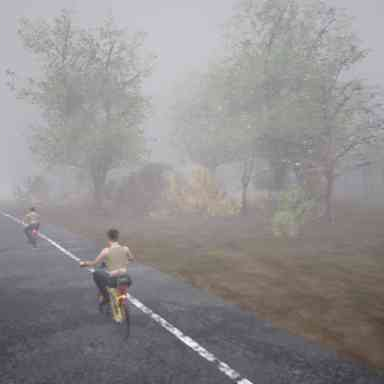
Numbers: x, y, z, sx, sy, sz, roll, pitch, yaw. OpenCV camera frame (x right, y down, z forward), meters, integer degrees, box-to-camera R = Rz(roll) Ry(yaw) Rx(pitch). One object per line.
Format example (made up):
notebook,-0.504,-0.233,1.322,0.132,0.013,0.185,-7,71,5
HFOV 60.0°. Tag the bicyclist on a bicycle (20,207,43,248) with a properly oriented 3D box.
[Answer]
bicyclist on a bicycle,-6.517,1.414,13.602,0.866,1.612,1.509,-1,1,-32

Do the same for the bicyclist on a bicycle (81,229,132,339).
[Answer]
bicyclist on a bicycle,-1.309,1.402,5.417,0.866,1.612,1.509,-1,1,-32
